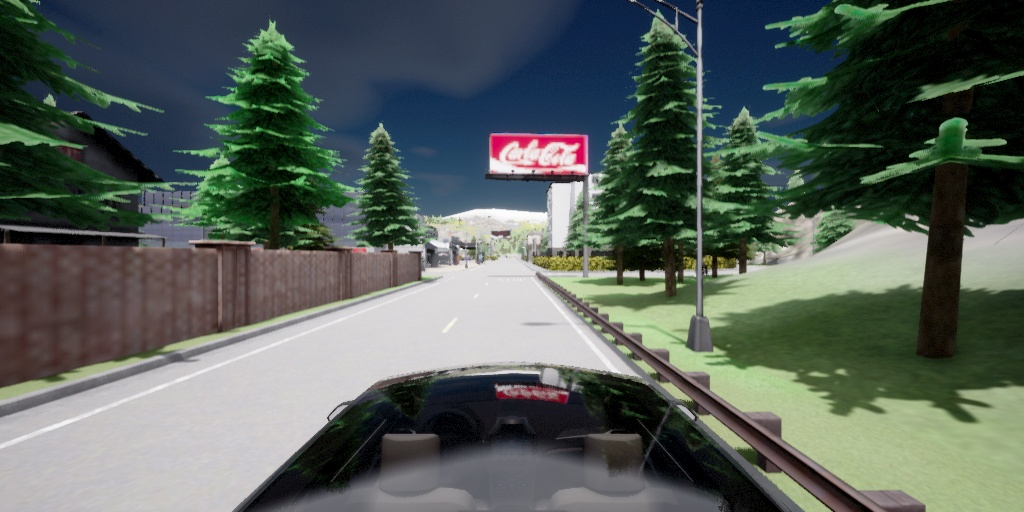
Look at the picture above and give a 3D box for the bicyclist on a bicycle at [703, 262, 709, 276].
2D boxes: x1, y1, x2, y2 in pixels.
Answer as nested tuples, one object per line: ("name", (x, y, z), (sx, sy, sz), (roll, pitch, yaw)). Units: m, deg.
("bicyclist on a bicycle", (19.340, 1.224, 36.441), (0.582, 1.620, 1.656), (-2, -3, -13))
